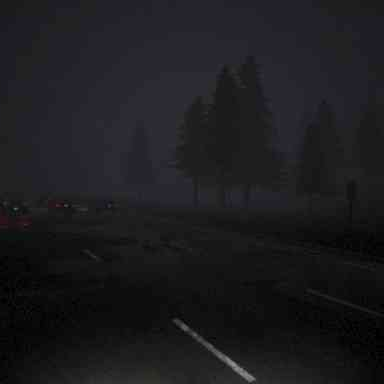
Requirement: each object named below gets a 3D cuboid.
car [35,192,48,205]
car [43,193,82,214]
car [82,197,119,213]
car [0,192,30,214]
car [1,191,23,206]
[{"bbox_3d":[-17.934,0.803,40.466,1.837,1.490,4.892,1,1,-29],"label":"car"},{"bbox_3d":[-11.246,1.081,28.621,2.033,1.411,5.357,1,1,-29],"label":"car"},{"bbox_3d":[-8.203,1.132,30.349,2.033,1.411,5.357,1,1,-29],"label":"car"},{"bbox_3d":[-14.624,0.995,27.487,1.812,1.442,4.674,1,1,-30],"label":"car"},{"bbox_3d":[-20.983,0.737,38.749,2.128,1.511,4.902,1,1,-29],"label":"car"}]
